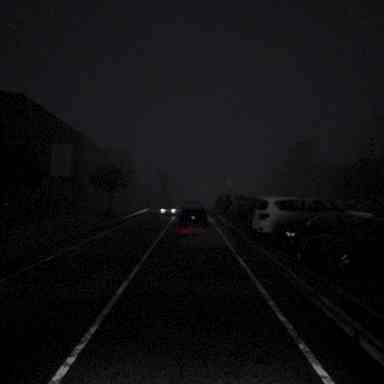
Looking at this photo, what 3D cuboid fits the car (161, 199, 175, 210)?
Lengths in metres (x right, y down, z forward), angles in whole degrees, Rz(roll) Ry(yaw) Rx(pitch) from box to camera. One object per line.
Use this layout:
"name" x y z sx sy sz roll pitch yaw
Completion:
"car" -3.384 1.730 47.966 1.837 1.490 4.892 0 -1 0

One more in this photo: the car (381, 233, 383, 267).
"car" 5.614 1.473 4.363 5.008 1.535 2.097 0 0 0

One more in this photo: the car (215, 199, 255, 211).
"car" 5.542 1.644 43.605 4.892 1.521 2.231 0 -1 0

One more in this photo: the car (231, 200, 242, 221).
"car" 5.566 1.532 23.986 4.892 1.521 2.231 0 0 0

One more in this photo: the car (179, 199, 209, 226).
"car" 0.072 1.543 24.151 1.882 1.535 5.008 0 0 0

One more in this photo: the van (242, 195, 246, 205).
"van" 5.694 1.295 21.184 4.442 1.987 1.878 0 0 0

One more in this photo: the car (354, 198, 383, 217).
"car" 18.606 1.438 32.452 4.553 1.767 2.185 0 0 0

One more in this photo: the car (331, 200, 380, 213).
"car" 18.633 1.636 38.020 4.674 1.452 2.002 0 0 0

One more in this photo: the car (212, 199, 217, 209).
"car" 5.578 1.367 40.806 5.566 2.045 2.435 0 0 0

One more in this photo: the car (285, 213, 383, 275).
"car" 5.576 1.513 9.971 4.792 1.488 2.163 0 0 0

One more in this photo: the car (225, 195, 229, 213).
"car" 5.530 1.425 29.595 4.553 1.767 2.185 0 0 0

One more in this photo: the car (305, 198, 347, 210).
"car" 18.621 1.670 46.375 5.008 1.535 2.097 0 -1 0

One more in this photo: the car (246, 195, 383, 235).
"car" 5.620 1.250 15.577 5.566 2.045 2.435 0 0 0

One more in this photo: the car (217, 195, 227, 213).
"car" 5.586 1.313 32.396 5.566 2.045 2.435 0 0 0

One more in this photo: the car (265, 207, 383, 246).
"car" 5.594 1.492 12.769 4.892 1.521 2.231 0 0 0

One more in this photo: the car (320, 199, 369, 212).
"car" 18.634 1.617 40.807 5.008 1.535 2.097 0 -1 0

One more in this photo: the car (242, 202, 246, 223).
"car" 5.579 1.511 18.380 5.008 1.535 2.097 0 0 0

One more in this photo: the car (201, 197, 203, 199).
"car" 0.053 1.652 41.427 1.837 1.490 4.892 0 0 0

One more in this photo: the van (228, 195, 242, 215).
"van" 5.450 1.315 26.791 4.442 1.987 1.878 0 0 0
